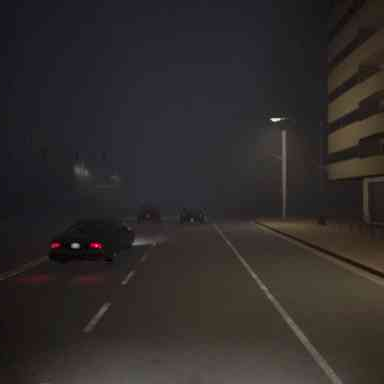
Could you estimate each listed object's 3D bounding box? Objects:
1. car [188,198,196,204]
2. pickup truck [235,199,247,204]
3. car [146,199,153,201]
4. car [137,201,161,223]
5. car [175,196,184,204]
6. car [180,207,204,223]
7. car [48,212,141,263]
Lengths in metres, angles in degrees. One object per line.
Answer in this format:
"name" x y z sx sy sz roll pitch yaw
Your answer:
"car" 0.004 2.532 89.788 2.033 1.411 5.357 0 -1 0
"pickup truck" 13.125 2.013 85.532 2.390 2.098 6.274 0 -1 31
"car" -10.496 2.461 82.568 2.033 1.411 5.357 0 -1 0
"car" -3.781 1.804 29.203 1.882 1.535 5.008 0 0 -6
"car" -3.496 2.213 89.421 2.150 2.045 5.566 0 -1 0
"car" 0.018 1.917 28.227 1.895 1.301 4.718 0 -1 0
"car" -3.489 1.688 12.494 2.033 1.411 5.357 0 -1 0
